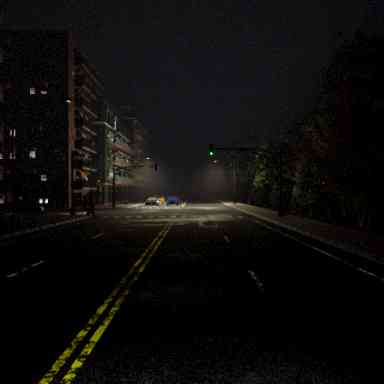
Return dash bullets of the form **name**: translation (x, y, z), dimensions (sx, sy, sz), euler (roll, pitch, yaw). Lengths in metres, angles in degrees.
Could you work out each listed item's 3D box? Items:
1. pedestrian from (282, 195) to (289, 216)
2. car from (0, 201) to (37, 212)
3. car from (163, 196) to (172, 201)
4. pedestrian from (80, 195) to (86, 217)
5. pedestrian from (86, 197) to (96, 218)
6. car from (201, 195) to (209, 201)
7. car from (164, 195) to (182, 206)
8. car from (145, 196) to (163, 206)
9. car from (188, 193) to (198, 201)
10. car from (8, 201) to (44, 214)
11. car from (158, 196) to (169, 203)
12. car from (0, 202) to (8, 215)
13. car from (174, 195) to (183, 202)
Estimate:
- **pedestrian**: translation (8.052, 1.149, 28.751), dimensions (0.375, 1.860, 0.375), euler (0, 0, 0)
- **car**: translation (-22.662, 1.856, 43.260), dimensions (4.206, 1.307, 1.802), euler (-1, 1, -1)
- **car**: translation (-6.252, 1.628, 84.507), dimensions (1.895, 1.301, 4.718), euler (0, 0, 0)
- **pedestrian**: translation (-9.440, 1.149, 29.403), dimensions (0.375, 1.860, 0.375), euler (0, 0, 0)
- **pedestrian**: translation (-8.540, 1.301, 28.103), dimensions (0.375, 1.860, 0.375), euler (0, 0, 0)
- **car**: translation (3.502, 1.540, 85.562), dimensions (1.837, 1.490, 4.892), euler (0, 0, 0)
- **car**: translation (-3.176, 1.499, 55.833), dimensions (1.882, 1.535, 5.008), euler (0, 0, 0)
- **car**: translation (-6.432, 1.568, 54.390), dimensions (2.033, 1.411, 5.357), euler (0, 0, 0)
- **car**: translation (0.251, 1.265, 85.604), dimensions (2.150, 2.045, 5.566), euler (0, 0, 0)
- **car**: translation (-19.226, 1.727, 37.414), dimensions (4.902, 1.511, 2.128), euler (-1, 0, 1)
- **car**: translation (-6.284, 1.561, 74.183), dimensions (2.128, 1.511, 4.902), euler (0, 0, 0)
- **car**: translation (-22.570, 1.595, 34.609), dimensions (5.009, 1.841, 2.192), euler (-1, 1, -1)
- **car**: translation (-3.030, 1.537, 75.375), dimensions (1.837, 1.490, 4.892), euler (0, 0, 0)
